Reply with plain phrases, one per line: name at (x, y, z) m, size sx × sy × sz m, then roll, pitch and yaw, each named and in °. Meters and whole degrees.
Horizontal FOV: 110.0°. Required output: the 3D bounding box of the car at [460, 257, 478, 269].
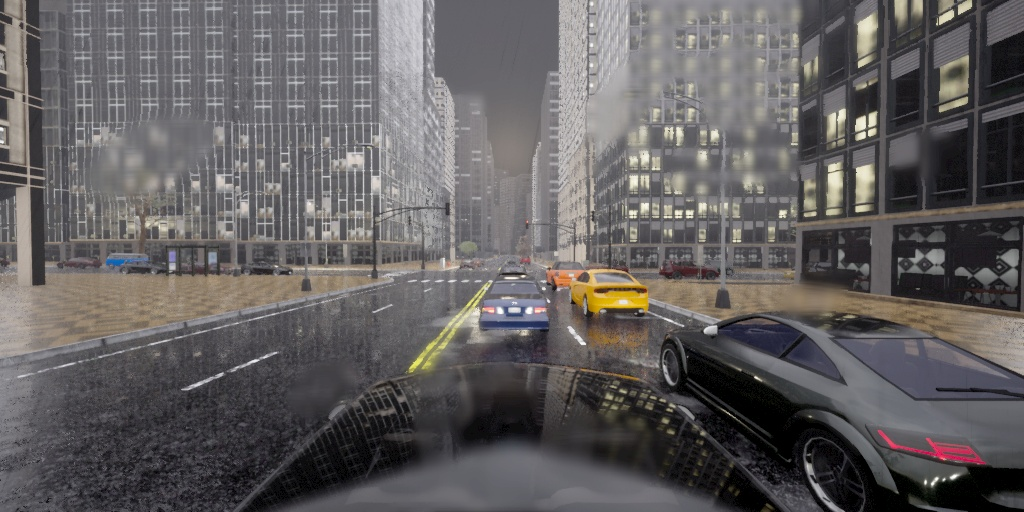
car at (-6.687, 1.275, 54.303) m, size 1.994 × 1.385 × 4.181 m, roll 0°, pitch 0°, yaw 0°

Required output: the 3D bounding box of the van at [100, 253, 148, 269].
van at (-45.361, 0.602, 42.272) m, size 3.998 × 1.789 × 1.690 m, roll 0°, pitch 0°, yaw 1°

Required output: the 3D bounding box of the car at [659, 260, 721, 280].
car at (16.137, 1.267, 32.890) m, size 5.009 × 1.841 × 2.192 m, roll 0°, pitch 0°, yaw 1°

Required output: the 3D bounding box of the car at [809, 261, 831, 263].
car at (32.610, 1.354, 38.404) m, size 4.553 × 1.767 × 2.097 m, roll 0°, pitch 1°, yaw 1°

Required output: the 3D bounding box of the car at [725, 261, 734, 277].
car at (21.184, 1.254, 38.587) m, size 4.553 × 1.767 × 2.097 m, roll 0°, pitch 1°, yaw 1°

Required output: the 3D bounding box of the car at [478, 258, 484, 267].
car at (-6.675, 1.051, 64.304) m, size 2.097 × 1.767 × 4.553 m, roll 0°, pitch 0°, yaw 0°

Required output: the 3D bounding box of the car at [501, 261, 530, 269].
car at (0.066, 1.231, 20.530) m, size 2.128 × 1.511 × 4.902 m, roll 0°, pitch 0°, yaw 0°

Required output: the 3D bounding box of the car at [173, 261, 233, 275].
car at (-28.473, 1.136, 33.469) m, size 4.207 × 1.307 × 1.802 m, roll 0°, pitch 0°, yaw 1°

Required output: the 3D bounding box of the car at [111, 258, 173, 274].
car at (-34.154, 1.067, 33.632) m, size 4.313 × 1.339 × 1.948 m, roll 0°, pitch 0°, yaw 1°

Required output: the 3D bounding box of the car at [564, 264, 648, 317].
car at (3.329, 1.222, 13.184) m, size 1.882 × 1.535 × 5.008 m, roll 0°, pitch 0°, yaw 0°

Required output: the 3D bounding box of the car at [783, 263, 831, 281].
car at (27.586, 1.577, 32.714) m, size 4.829 × 1.417 × 1.751 m, roll 0°, pitch 0°, yaw 1°

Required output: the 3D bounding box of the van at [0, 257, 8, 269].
van at (-51.199, 0.685, 33.999) m, size 3.998 × 1.789 × 1.690 m, roll 0°, pitch 0°, yaw 1°

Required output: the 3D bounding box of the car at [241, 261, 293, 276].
car at (-22.789, 1.172, 33.346) m, size 4.313 × 1.339 × 1.948 m, roll 0°, pitch 0°, yaw 1°

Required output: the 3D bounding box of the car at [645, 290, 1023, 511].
car at (3.340, 1.313, 4.099) m, size 1.994 × 1.385 × 4.181 m, roll 0°, pitch 0°, yaw 0°

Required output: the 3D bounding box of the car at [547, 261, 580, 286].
car at (3.313, 1.091, 22.189) m, size 2.097 × 1.767 × 4.553 m, roll 0°, pitch 0°, yaw 0°

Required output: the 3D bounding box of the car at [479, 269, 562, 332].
car at (0.084, 1.293, 10.778) m, size 2.033 × 1.411 × 5.357 m, roll 0°, pitch 0°, yaw 1°
